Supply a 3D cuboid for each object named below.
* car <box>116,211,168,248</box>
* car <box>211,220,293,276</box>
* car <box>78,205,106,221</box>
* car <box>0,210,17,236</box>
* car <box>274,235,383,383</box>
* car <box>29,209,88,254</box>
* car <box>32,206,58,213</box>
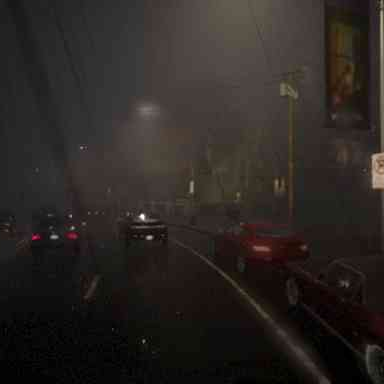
[{"bbox_3d":[-2.436,1.643,15.668,2.128,1.511,4.902,0,0,-18],"label":"car"},{"bbox_3d":[1.966,1.620,10.725,2.002,1.452,4.674,0,-1,-12],"label":"car"},{"bbox_3d":[-9.348,1.839,30.105,2.033,1.411,5.357,0,-1,-32],"label":"car"},{"bbox_3d":[-11.255,1.756,19.135,1.994,1.385,4.181,0,-1,-24],"label":"car"},{"bbox_3d":[2.924,1.641,5.074,1.895,1.301,4.718,0,-1,-2],"label":"car"},{"bbox_3d":[-5.683,1.688,14.362,2.033,1.411,5.357,0,-1,-17],"label":"car"},{"bbox_3d":[-12.485,1.844,28.529,1.994,1.385,4.181,0,-1,-32],"label":"car"}]
